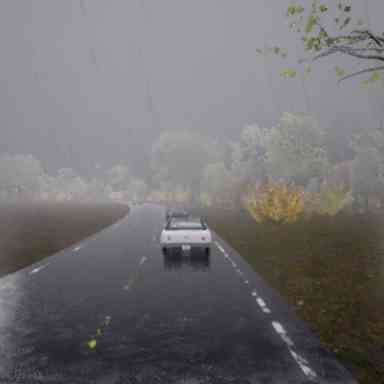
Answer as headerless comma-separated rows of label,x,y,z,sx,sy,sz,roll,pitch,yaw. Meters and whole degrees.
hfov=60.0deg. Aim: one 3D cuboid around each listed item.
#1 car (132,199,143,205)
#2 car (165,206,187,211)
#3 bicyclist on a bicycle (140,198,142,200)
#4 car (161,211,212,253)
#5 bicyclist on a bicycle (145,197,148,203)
car,-11.505,2.109,69.922,1.994,1.385,4.181,0,0,-13
car,-1.402,1.850,29.254,1.895,1.301,4.718,0,0,-6
bicyclist on a bicycle,-14.209,2.179,92.819,0.582,1.620,1.656,0,-1,-19
car,-0.303,1.724,14.219,1.895,1.301,4.718,0,0,-3
bicyclist on a bicycle,-11.459,2.106,84.171,0.866,1.612,1.509,0,0,-17
